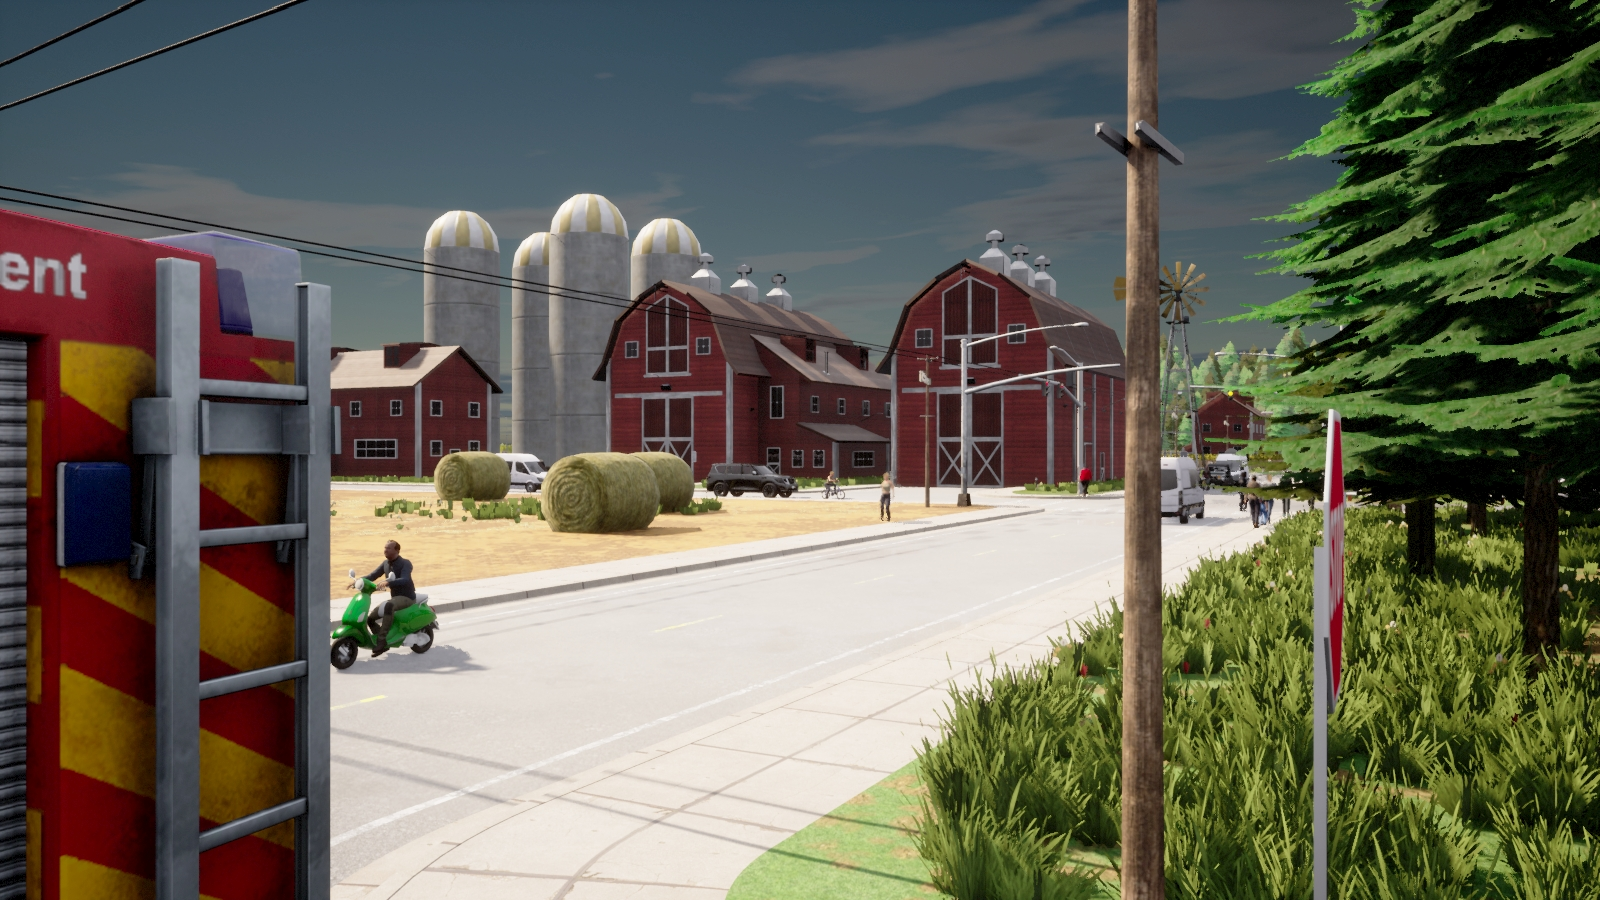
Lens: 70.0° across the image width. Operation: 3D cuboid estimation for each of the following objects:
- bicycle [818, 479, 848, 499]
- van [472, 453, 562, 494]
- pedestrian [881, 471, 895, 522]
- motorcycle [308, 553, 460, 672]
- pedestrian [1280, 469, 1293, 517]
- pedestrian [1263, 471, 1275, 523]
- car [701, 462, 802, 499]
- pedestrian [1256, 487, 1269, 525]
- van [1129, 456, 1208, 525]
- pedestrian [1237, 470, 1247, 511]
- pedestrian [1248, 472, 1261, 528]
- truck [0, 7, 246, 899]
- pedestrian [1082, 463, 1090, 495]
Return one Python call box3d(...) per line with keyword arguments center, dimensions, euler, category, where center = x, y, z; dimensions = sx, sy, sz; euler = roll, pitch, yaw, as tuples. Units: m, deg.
box3d(center=(1.881, 2.220, 64.671), dimensions=(1.487, 1.080, 0.859), euler=(0, 0, 27), category="bicycle")
box3d(center=(-18.653, 1.495, 75.246), dimensions=(5.915, 2.561, 1.988), euler=(0, 1, 27), category="van")
box3d(center=(3.232, 1.694, 41.989), dimensions=(0.375, 1.860, 0.375), euler=(0, 0, 25), category="pedestrian")
box3d(center=(-5.564, 2.142, 15.393), dimensions=(0.856, 1.316, 1.805), euler=(0, 0, 28), category="motorcycle")
box3d(center=(19.257, 1.694, 45.233), dimensions=(0.375, 1.860, 0.375), euler=(0, 0, 11), category="pedestrian")
box3d(center=(17.047, 1.694, 41.549), dimensions=(0.375, 1.860, 0.375), euler=(0, 0, 29), category="pedestrian")
box3d(center=(-2.848, 1.753, 67.108), dimensions=(5.566, 2.045, 2.150), euler=(0, 0, 27), category="car")
box3d(center=(16.275, 1.976, 40.226), dimensions=(0.375, 1.300, 0.375), euler=(0, 0, 30), category="pedestrian")
box3d(center=(14.926, 1.534, 46.058), dimensions=(1.988, 2.561, 5.915), euler=(0, 0, 28), category="van")
box3d(center=(19.993, 1.840, 51.700), dimensions=(0.375, 1.860, 0.375), euler=(0, 0, 18), category="pedestrian")
box3d(center=(15.356, 1.695, 38.630), dimensions=(0.375, 1.860, 0.375), euler=(0, 0, 28), category="pedestrian")
box3d(center=(-6.107, 0.866, 3.608), dimensions=(8.468, 3.827, 2.891), euler=(0, 0, 22), category="truck")
box3d(center=(16.421, 1.670, 65.657), dimensions=(0.375, 1.860, 0.375), euler=(0, 0, 30), category="pedestrian")
